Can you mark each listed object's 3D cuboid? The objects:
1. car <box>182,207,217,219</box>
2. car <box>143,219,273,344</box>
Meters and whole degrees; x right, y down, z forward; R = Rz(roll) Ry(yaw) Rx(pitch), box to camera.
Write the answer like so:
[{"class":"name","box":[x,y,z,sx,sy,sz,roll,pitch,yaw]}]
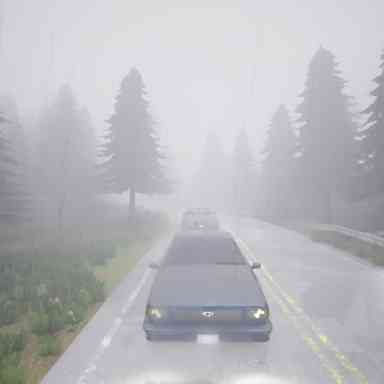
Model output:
[{"class":"car","box":[0.402,1.584,19.139,1.994,1.385,4.181,0,0,-2]},{"class":"car","box":[0.250,1.557,7.054,2.033,1.411,5.357,0,0,1]}]
